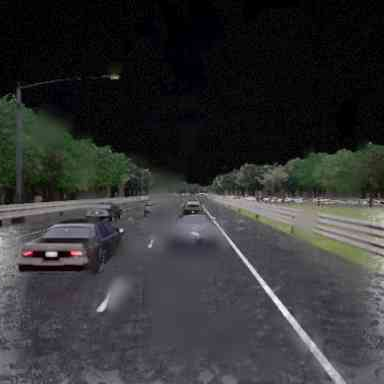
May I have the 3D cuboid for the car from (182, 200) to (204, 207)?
[{"bbox_3d":[0.103,1.547,31.809,1.837,1.490,4.892,0,0,0],"label":"car"}]

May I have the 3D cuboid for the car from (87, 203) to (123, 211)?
[{"bbox_3d":[-6.894,1.578,26.635,2.033,1.411,5.357,0,0,0],"label":"car"}]

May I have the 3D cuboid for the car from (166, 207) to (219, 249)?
[{"bbox_3d":[0.101,1.578,14.593,1.994,1.385,4.181,0,0,0],"label":"car"}]

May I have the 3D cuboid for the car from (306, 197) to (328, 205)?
[{"bbox_3d":[25.478,1.805,67.860,1.882,1.535,5.008,0,0,-22],"label":"car"}]

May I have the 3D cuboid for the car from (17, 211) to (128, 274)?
[{"bbox_3d":[-3.398,1.557,10.562,2.033,1.411,5.357,0,0,0],"label":"car"}]

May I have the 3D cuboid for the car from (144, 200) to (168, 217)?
[{"bbox_3d":[-3.398,1.534,31.675,2.128,1.511,4.902,0,0,0],"label":"car"}]
